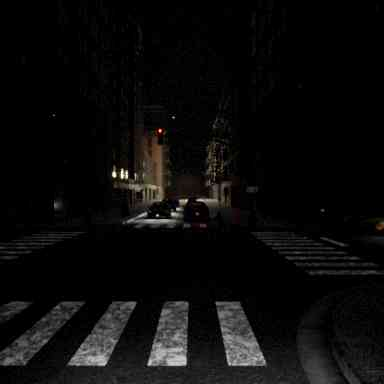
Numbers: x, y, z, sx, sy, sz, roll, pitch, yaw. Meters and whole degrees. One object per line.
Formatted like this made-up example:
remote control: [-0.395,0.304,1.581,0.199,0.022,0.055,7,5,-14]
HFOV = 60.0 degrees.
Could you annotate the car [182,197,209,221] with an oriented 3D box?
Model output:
car: [0.273,1.472,27.256,1.882,1.535,5.008,0,0,-3]

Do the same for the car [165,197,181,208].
car: [-2.835,1.474,50.189,2.128,1.511,4.902,0,0,0]

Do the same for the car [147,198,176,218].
car: [-2.840,1.541,30.166,2.033,1.411,5.357,0,0,0]

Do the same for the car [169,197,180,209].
car: [-2.835,1.481,39.988,2.128,1.511,4.902,0,0,0]

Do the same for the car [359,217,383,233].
car: [11.637,1.554,17.861,4.829,1.417,1.752,0,0,0]
